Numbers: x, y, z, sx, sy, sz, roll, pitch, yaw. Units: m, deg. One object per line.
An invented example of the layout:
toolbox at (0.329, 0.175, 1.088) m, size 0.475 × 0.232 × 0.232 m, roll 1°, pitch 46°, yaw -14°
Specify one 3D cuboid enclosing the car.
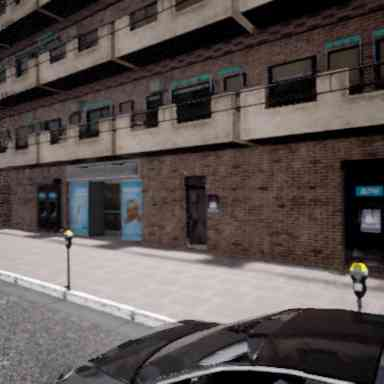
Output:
car at (0.829, 1.566, 2.296) m, size 4.313 × 1.339 × 1.947 m, roll 0°, pitch -1°, yaw 36°
